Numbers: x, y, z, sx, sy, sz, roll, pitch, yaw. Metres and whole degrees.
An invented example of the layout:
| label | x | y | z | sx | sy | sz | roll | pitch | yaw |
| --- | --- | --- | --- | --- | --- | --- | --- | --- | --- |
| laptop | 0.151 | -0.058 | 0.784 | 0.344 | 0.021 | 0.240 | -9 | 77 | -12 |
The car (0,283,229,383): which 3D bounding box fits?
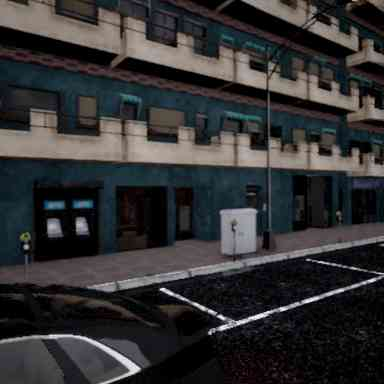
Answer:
| label | x | y | z | sx | sy | sz | roll | pitch | yaw |
| --- | --- | --- | --- | --- | --- | --- | --- | --- | --- |
| car | -1.981 | 1.508 | 1.966 | 4.892 | 1.490 | 1.837 | 0 | 0 | -36 |
